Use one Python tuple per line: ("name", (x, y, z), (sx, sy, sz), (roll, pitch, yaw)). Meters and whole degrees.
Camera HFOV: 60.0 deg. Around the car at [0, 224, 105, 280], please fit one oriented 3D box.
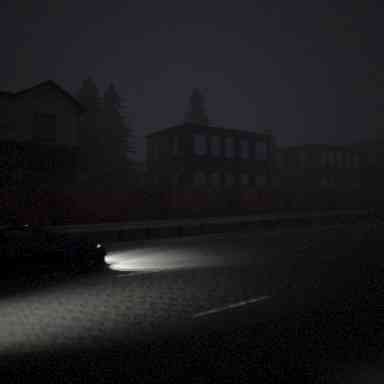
("car", (-4.558, 1.567, 9.095), (4.181, 1.385, 1.994), (0, 0, -35))
